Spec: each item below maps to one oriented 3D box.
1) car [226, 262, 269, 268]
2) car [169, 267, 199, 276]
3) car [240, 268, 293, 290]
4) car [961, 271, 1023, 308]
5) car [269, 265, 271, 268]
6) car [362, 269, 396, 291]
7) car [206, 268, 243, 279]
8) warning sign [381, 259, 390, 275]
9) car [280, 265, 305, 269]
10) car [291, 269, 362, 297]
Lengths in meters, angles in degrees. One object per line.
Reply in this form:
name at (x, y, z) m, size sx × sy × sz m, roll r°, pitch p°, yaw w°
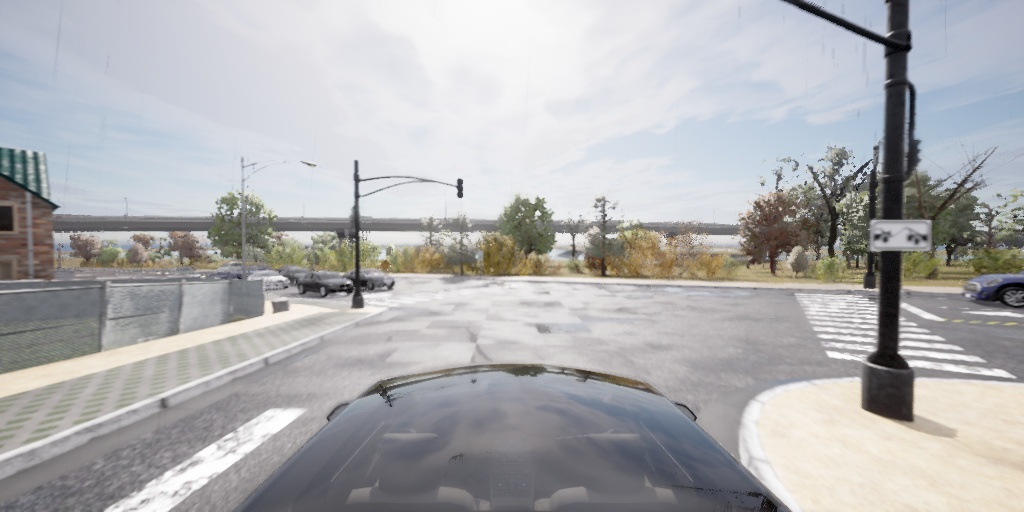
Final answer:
car at (-29.558, 1.894, 40.087) m, size 4.553 × 1.767 × 2.097 m, roll -1°, pitch 1°, yaw 36°
car at (-40.014, 2.119, 43.705) m, size 4.553 × 1.767 × 2.097 m, roll -1°, pitch 1°, yaw 36°
car at (-19.868, 1.930, 29.100) m, size 4.674 × 1.442 × 1.812 m, roll -1°, pitch 1°, yaw 36°
car at (19.762, 0.940, 12.825) m, size 4.553 × 1.767 × 2.097 m, roll -1°, pitch 1°, yaw 36°
car at (-32.964, 1.917, 46.766) m, size 4.553 × 1.767 × 2.097 m, roll -1°, pitch 1°, yaw 36°
car at (-10.570, 1.695, 26.404) m, size 4.902 × 1.511 × 2.128 m, roll -1°, pitch 1°, yaw 36°
car at (-28.008, 2.151, 34.962) m, size 4.718 × 1.301 × 1.895 m, roll -1°, pitch 1°, yaw 36°
warning sign at (-14.449, 1.276, 40.850) m, size 1.060 × 1.860 × 1.300 m, roll 0°, pitch 0°, yaw 36°
car at (-19.708, 1.869, 32.982) m, size 4.892 × 1.490 × 1.837 m, roll -1°, pitch 1°, yaw 36°
car at (-12.325, 1.777, 23.664) m, size 4.892 × 1.490 × 1.837 m, roll -1°, pitch 1°, yaw 36°
